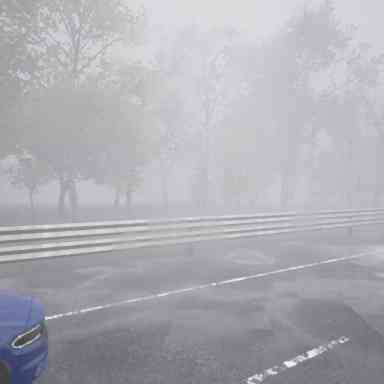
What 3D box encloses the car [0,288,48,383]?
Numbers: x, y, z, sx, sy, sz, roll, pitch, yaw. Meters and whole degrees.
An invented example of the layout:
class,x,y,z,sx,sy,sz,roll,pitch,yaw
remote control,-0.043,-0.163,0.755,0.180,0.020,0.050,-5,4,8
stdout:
class,x,y,z,sx,sy,sz,roll,pitch,yaw
car,-3.932,1.478,2.838,5.008,1.535,1.882,0,0,-35
